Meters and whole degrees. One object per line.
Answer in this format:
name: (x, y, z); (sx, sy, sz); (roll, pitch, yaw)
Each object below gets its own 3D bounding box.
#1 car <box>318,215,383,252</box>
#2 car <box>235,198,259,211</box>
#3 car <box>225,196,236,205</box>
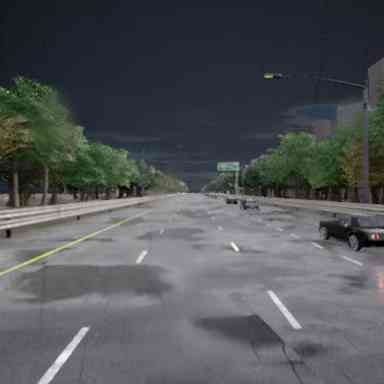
car: (7.010, 1.604, 13.929); (1.895, 1.301, 4.718); (0, 0, 0)
car: (7.095, 1.515, 41.432); (2.128, 1.511, 4.902); (0, 0, 0)
car: (7.207, 1.533, 61.553); (1.882, 1.535, 5.008); (0, 0, 0)
